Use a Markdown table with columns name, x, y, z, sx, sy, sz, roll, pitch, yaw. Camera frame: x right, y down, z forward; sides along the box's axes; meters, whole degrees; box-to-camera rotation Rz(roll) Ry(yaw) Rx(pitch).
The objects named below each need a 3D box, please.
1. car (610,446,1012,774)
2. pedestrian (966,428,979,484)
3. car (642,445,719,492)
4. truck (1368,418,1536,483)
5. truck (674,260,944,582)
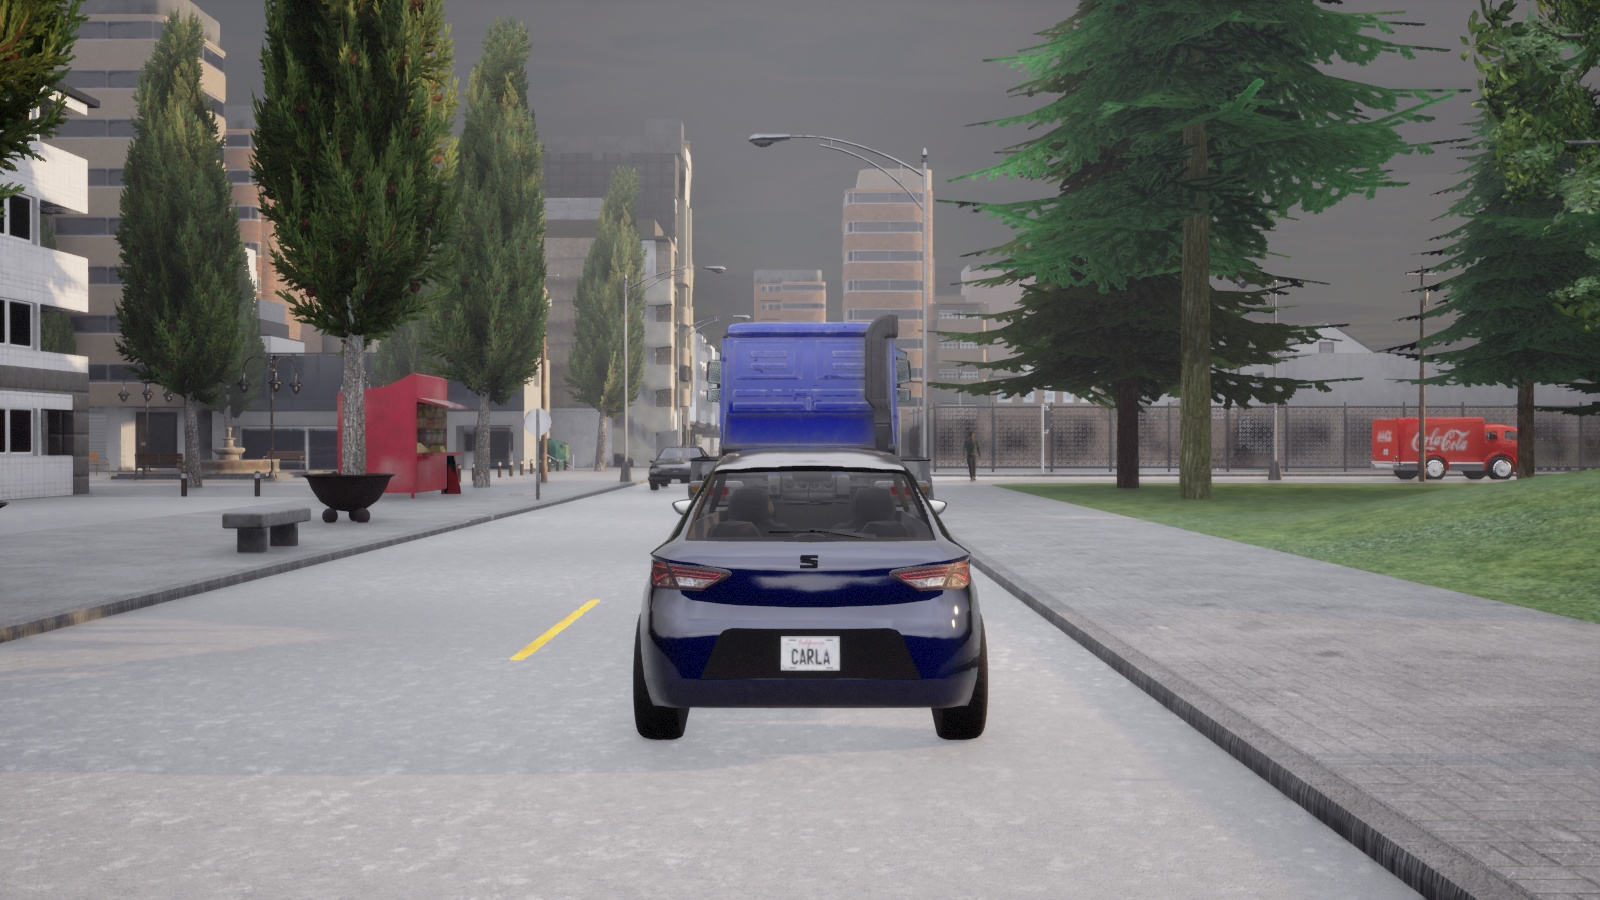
| name | x | y | z | sx | sy | sz | roll | pitch | yaw |
| --- | --- | --- | --- | --- | --- | --- | --- | --- | --- |
| car | 0.061 | 0.716 | 7.772 | 1.816 | 1.474 | 4.193 | 0 | 0 | 0 |
| pedestrian | 6.156 | 0.208 | 44.830 | 0.423 | 1.949 | 0.788 | 0 | 0 | 8 |
| car | -3.835 | 0.559 | 41.151 | 2.033 | 1.411 | 5.357 | 0 | 0 | 0 |
| truck | 25.438 | 0.003 | 49.137 | 5.204 | 2.467 | 2.627 | 0 | 0 | 0 |
| truck | 0.122 | -0.334 | 17.460 | 2.891 | 3.462 | 7.936 | 0 | 0 | 0 |
